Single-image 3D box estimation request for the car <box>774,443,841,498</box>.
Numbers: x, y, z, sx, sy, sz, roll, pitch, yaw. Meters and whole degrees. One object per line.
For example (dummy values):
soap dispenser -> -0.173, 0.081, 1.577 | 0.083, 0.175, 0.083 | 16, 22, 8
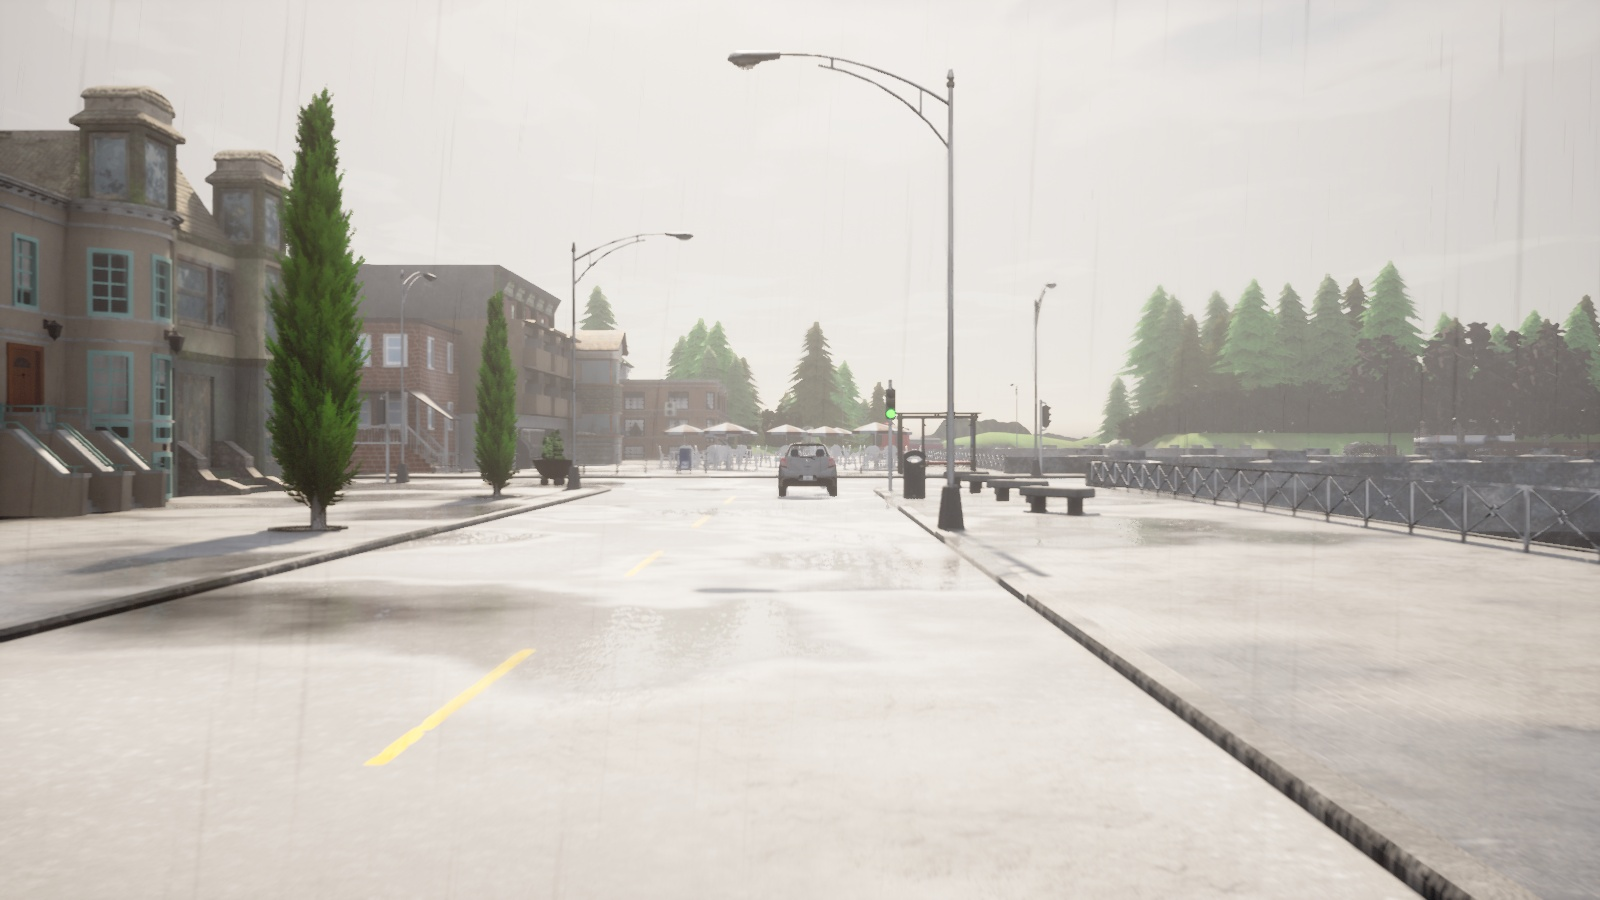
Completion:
car -> 0.203, 0.556, 36.255 | 1.845, 1.501, 3.633 | 0, 0, 0
